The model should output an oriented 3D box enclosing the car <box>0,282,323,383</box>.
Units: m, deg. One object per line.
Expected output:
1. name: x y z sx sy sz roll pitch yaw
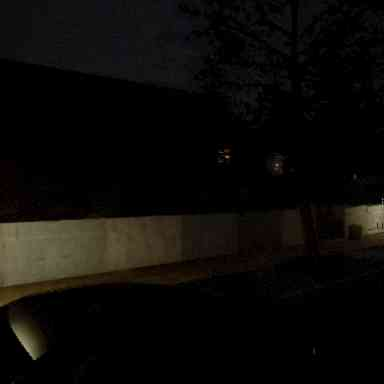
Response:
1. car: -0.939 1.526 2.393 4.674 1.442 1.812 0 0 -35
